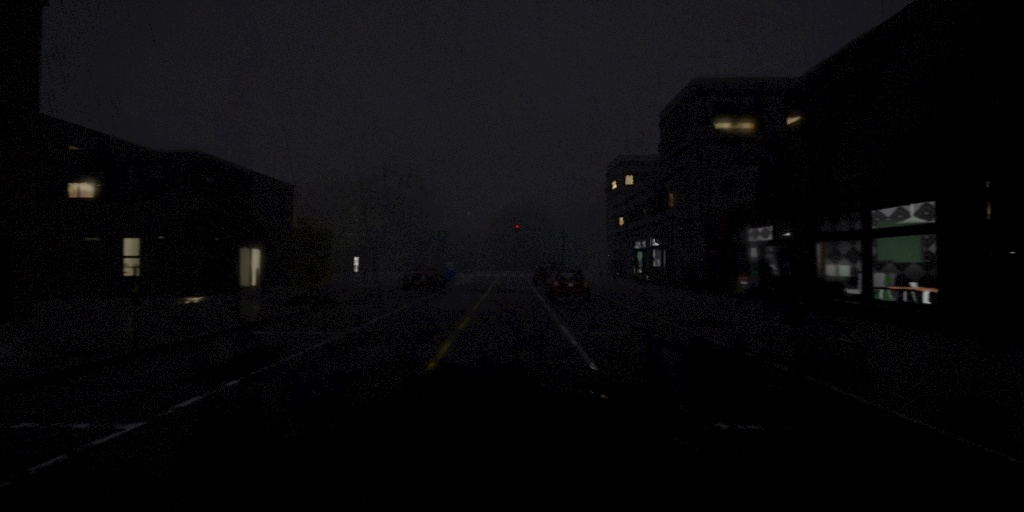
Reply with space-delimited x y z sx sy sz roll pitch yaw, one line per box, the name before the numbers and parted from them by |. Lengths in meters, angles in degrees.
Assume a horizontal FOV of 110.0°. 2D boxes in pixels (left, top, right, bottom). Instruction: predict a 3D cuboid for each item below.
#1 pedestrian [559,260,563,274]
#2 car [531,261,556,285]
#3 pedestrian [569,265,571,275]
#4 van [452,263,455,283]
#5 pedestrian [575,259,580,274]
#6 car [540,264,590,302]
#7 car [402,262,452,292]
pedestrian | 6.135 1.342 45.043 0.375 1.860 0.375 1 -1 0
car | 2.705 1.363 29.416 2.192 1.841 5.009 0 0 0
pedestrian | 7.135 1.687 43.834 0.375 1.300 0.375 1 -1 0
van | -5.702 1.388 29.403 1.690 1.789 3.998 0 0 0
pedestrian | 8.135 1.246 44.445 0.375 1.860 0.375 1 -1 0
car | 2.692 1.371 18.331 1.967 1.591 4.097 0 0 0
car | -5.689 1.303 23.861 2.192 1.841 5.009 0 0 0
